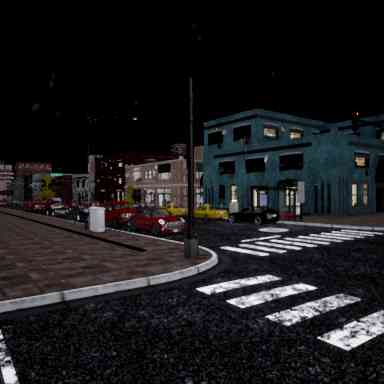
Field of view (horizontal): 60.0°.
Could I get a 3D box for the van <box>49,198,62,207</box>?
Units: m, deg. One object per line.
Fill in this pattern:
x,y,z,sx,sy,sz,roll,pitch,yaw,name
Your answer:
-28.999,2.172,70.661,1.690,1.788,3.998,-1,0,-36,van

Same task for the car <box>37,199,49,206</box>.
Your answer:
-35.819,2.494,79.889,1.752,1.417,4.829,-1,0,-36,car

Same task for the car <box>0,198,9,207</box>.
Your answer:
-42.486,2.357,74.787,2.192,1.841,5.009,-1,0,-36,car

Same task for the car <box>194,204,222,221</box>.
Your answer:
1.163,1.753,29.890,1.752,1.417,4.829,-1,0,-36,car

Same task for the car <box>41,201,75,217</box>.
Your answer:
-15.551,2.053,38.449,2.008,1.369,4.403,-1,0,-36,car

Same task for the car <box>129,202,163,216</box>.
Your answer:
-5.460,1.911,38.844,2.008,1.369,4.403,-1,0,-36,car

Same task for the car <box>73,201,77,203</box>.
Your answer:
-22.270,2.278,61.571,1.802,1.307,4.206,-1,0,-36,car

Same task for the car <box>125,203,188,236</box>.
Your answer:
-2.104,1.673,20.268,1.967,1.590,4.097,-1,0,-36,car

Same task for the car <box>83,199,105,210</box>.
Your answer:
-15.549,2.002,52.480,1.967,1.590,4.097,-1,0,-36,car

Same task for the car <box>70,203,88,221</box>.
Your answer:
-8.826,1.918,29.359,2.008,1.369,4.403,-1,0,-36,car

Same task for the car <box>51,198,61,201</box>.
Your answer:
-25.313,2.264,61.332,1.812,1.442,4.674,-1,0,-35,car

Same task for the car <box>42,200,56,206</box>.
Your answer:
-32.356,2.443,75.207,1.887,1.381,4.507,-1,0,-36,car

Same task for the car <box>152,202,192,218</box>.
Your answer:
-2.200,1.820,34.435,1.752,1.417,4.829,-1,0,-36,car

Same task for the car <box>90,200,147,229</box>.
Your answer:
-5.470,1.615,24.812,2.192,1.841,5.009,-1,0,-36,car

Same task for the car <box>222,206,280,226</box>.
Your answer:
4.627,1.724,25.208,1.947,1.339,4.313,-1,0,-36,car

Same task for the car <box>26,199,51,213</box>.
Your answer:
-22.280,1.952,47.539,2.192,1.841,5.009,-1,0,-36,car
